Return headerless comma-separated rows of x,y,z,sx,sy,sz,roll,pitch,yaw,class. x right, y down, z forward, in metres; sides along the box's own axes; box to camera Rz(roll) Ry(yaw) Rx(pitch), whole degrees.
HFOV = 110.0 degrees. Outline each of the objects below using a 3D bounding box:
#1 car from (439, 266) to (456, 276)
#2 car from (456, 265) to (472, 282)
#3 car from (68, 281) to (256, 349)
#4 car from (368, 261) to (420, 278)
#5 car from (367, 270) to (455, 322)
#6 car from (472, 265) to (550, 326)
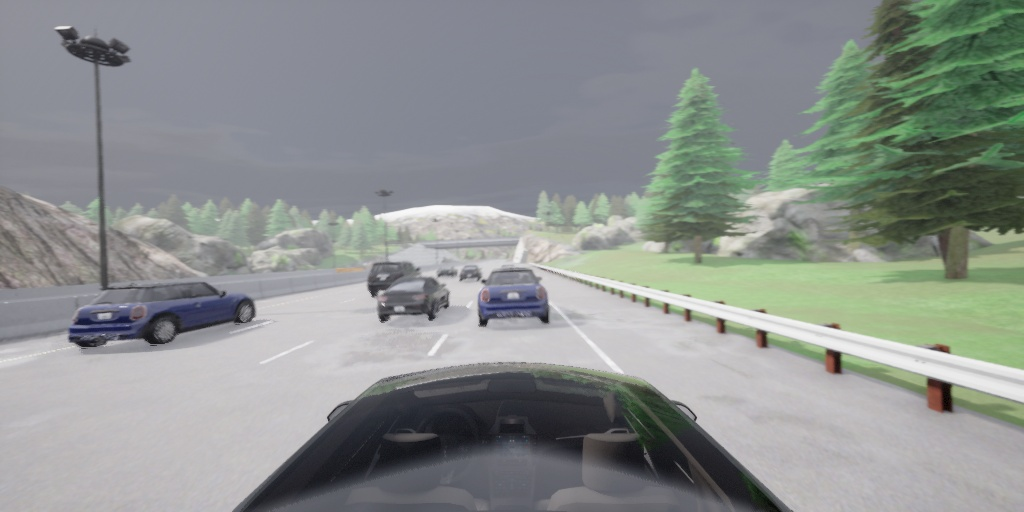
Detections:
-7.450,1.840,41.711,1.895,1.301,4.718,-2,0,-1,car
-3.843,1.581,33.982,1.812,1.442,4.674,-2,0,-1,car
-10.472,1.576,11.318,2.097,1.767,4.553,-2,0,-1,car
-7.156,1.360,22.485,2.150,2.045,5.566,-2,0,-1,car
-3.499,1.472,13.305,1.812,1.442,4.674,-2,0,-1,car
0.006,1.149,12.196,2.097,1.767,4.553,-2,0,-1,car
